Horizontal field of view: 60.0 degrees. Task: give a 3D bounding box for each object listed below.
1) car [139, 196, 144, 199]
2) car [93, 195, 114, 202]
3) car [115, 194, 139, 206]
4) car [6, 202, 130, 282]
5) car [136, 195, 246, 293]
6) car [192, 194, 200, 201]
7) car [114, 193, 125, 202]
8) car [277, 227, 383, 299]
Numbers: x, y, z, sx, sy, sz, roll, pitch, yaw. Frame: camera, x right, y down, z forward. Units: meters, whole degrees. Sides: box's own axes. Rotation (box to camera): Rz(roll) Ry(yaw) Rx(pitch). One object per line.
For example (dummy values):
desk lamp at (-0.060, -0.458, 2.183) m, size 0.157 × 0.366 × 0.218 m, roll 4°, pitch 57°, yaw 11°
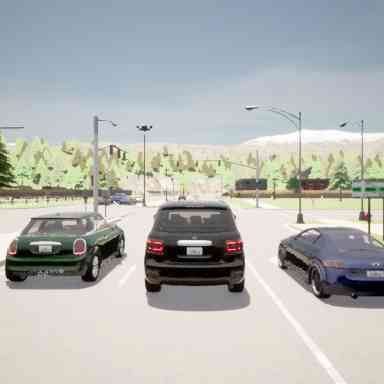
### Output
car at (-10.719, 1.526, 66.420) m, size 1.812 × 1.442 × 4.674 m, roll 0°, pitch 0°, yaw 2°
car at (-14.487, 1.564, 53.341) m, size 1.994 × 1.385 × 4.181 m, roll 0°, pitch 0°, yaw 1°
car at (-10.927, 1.548, 56.126) m, size 2.033 × 1.411 × 5.357 m, roll 0°, pitch 0°, yaw 1°
car at (-3.420, 1.352, 9.924) m, size 2.097 × 1.767 × 4.553 m, roll 0°, pitch 0°, yaw 0°
car at (0.072, 1.221, 9.030) m, size 2.150 × 2.045 × 5.566 m, roll 0°, pitch 0°, yaw 0°
car at (1.089, 1.311, 83.377) m, size 1.882 × 1.535 × 5.008 m, roll 0°, pitch 0°, yaw 1°
car at (-14.249, 1.224, 65.066) m, size 2.150 × 2.045 × 5.566 m, roll 0°, pitch 0°, yaw 2°
car at (3.575, 1.564, 8.485) m, size 1.994 × 1.385 × 4.181 m, roll 0°, pitch 0°, yaw 0°
